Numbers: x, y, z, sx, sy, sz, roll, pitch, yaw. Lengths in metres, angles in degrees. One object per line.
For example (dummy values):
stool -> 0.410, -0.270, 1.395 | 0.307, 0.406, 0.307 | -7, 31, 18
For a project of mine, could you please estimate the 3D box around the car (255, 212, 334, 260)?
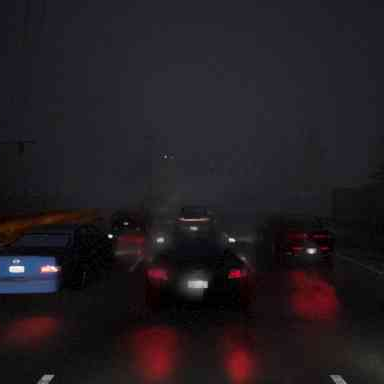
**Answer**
car -> 3.599, 1.506, 12.436 | 1.837, 1.490, 4.892 | 0, 0, 0

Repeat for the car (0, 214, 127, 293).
car -> -3.400, 1.547, 8.975 | 2.033, 1.411, 5.357 | 0, 0, 0

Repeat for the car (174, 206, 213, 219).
car -> 0.099, 1.492, 17.697 | 2.128, 1.511, 4.902 | 0, 0, 0

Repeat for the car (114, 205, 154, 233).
car -> -3.400, 1.478, 19.633 | 1.882, 1.535, 5.008 | 0, 0, 0

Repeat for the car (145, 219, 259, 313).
car -> 0.100, 1.564, 7.748 | 1.994, 1.385, 4.181 | 0, 0, 0
